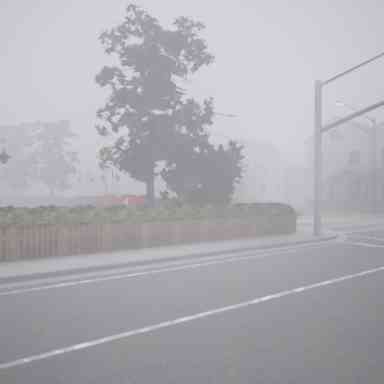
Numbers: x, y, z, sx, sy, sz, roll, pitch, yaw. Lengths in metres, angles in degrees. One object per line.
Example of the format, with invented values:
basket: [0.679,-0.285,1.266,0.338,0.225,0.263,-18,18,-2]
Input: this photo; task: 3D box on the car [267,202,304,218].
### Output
car: [8.310,1.714,31.766,1.837,1.490,4.892,1,0,-35]
